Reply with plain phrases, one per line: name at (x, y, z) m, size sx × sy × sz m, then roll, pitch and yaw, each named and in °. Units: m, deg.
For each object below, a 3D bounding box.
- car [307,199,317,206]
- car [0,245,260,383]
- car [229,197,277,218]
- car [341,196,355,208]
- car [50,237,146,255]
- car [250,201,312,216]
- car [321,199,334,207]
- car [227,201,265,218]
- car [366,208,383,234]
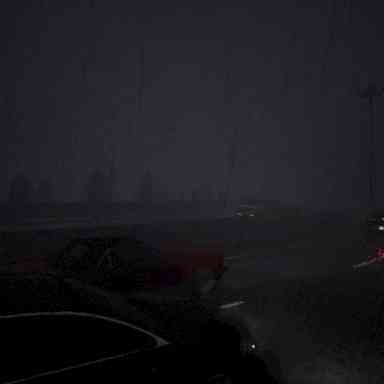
car at (25.316, 2.153, 70.107) m, size 1.812 × 1.442 × 4.674 m, roll 0°, pitch 0°, yaw 26°
car at (-1.492, 1.515, 2.852) m, size 4.892 × 1.490 × 1.837 m, roll 1°, pitch 0°, yaw -36°
car at (5.564, 1.452, 28.732) m, size 2.150 × 2.045 × 5.566 m, roll 0°, pitch 0°, yaw 40°
car at (28.733, 1.810, 61.257) m, size 2.150 × 2.045 × 5.566 m, roll 0°, pitch 0°, yaw 27°
car at (-1.474, 1.643, 7.228) m, size 4.718 × 1.301 × 1.895 m, roll 1°, pitch 0°, yaw -38°
car at (6.712, 1.702, 24.774) m, size 2.128 × 1.511 × 4.902 m, roll 0°, pitch 0°, yaw 41°
car at (25.610, 2.057, 62.842) m, size 1.882 × 1.535 × 5.008 m, roll 0°, pitch 0°, yaw 27°
car at (5.689, 1.750, 34.536) m, size 1.882 × 1.535 × 5.008 m, roll 0°, pitch 0°, yaw 37°
car at (11.820, 1.708, 19.697) m, size 1.837 × 1.490 × 4.892 m, roll 0°, pitch 0°, yaw 42°
